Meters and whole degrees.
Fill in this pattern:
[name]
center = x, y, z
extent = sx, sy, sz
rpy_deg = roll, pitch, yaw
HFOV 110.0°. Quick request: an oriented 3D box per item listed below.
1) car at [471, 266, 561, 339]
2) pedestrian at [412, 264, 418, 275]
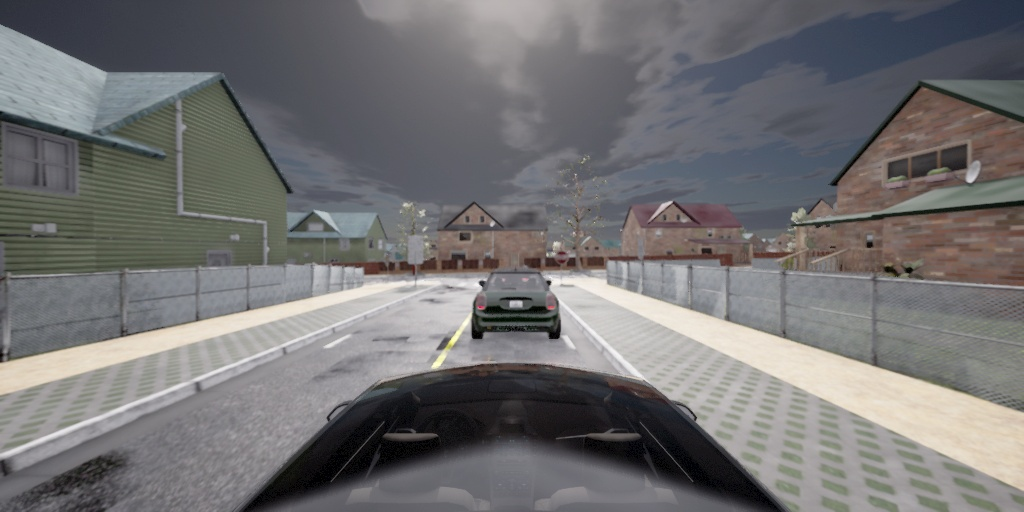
[car]
center = 0.092, 1.092, 10.145
extent = 2.097, 1.767, 4.553
rpy_deg = 0, 0, 0
[pedestrian]
center = -9.642, 0.987, 35.390
extent = 0.375, 1.860, 0.375
rpy_deg = 0, 2, 0
